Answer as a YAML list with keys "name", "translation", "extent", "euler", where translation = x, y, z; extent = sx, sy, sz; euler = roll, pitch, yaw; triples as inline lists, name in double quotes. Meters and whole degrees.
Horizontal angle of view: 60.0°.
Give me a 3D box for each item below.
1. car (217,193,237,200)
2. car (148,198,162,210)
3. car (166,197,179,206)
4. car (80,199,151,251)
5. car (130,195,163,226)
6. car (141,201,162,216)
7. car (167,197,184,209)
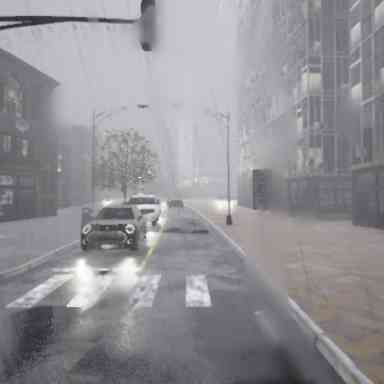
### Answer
- name: "car"
  translation: [8.985, 1.178, 86.046]
  extent: [5.009, 1.841, 2.192]
  euler: [0, -1, 11]
- name: "car"
  translation: [-4.937, 1.516, 44.691]
  extent: [1.812, 1.442, 4.674]
  euler: [0, 0, -5]
- name: "car"
  translation: [-3.257, 1.589, 55.807]
  extent: [1.895, 1.301, 4.718]
  euler: [0, 0, -7]
- name: "car"
  translation: [-3.119, 1.351, 14.057]
  extent: [2.097, 1.767, 4.553]
  euler: [0, 0, -2]
- name: "car"
  translation: [-3.497, 1.218, 23.840]
  extent: [2.150, 2.045, 5.566]
  euler: [0, 0, -2]
- name: "car"
  translation: [-4.052, 1.595, 34.076]
  extent: [1.895, 1.301, 4.718]
  euler: [0, 0, -4]
- name: "car"
  translation: [-2.177, 1.470, 45.421]
  extent: [1.882, 1.535, 5.008]
  euler: [0, 0, -6]
